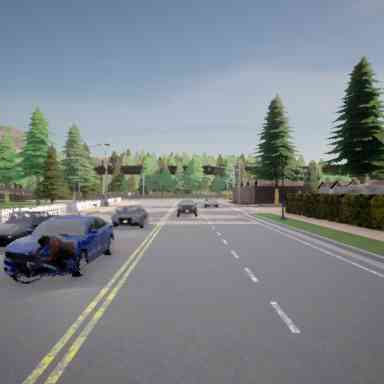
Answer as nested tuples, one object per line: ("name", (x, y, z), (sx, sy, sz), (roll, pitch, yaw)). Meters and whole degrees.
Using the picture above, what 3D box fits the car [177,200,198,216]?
("car", (-0.478, 1.526, 32.296), (1.812, 1.442, 4.674), (0, 0, -1))

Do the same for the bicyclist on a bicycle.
("bicyclist on a bicycle", (-3.126, 1.488, 7.474), (1.656, 0.582, 1.620), (-9, -40, -29))

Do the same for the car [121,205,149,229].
("car", (-3.929, 1.563, 21.510), (1.994, 1.385, 4.181), (0, 0, -1))

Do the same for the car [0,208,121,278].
("car", (-3.798, 1.479, 10.384), (1.882, 1.535, 5.008), (0, 0, 0))

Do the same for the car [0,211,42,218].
("car", (-7.335, 1.547, 14.540), (2.033, 1.411, 5.357), (0, 0, -1))

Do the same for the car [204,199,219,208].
("car", (2.699, 1.601, 47.713), (1.895, 1.301, 4.718), (0, 0, -1))
